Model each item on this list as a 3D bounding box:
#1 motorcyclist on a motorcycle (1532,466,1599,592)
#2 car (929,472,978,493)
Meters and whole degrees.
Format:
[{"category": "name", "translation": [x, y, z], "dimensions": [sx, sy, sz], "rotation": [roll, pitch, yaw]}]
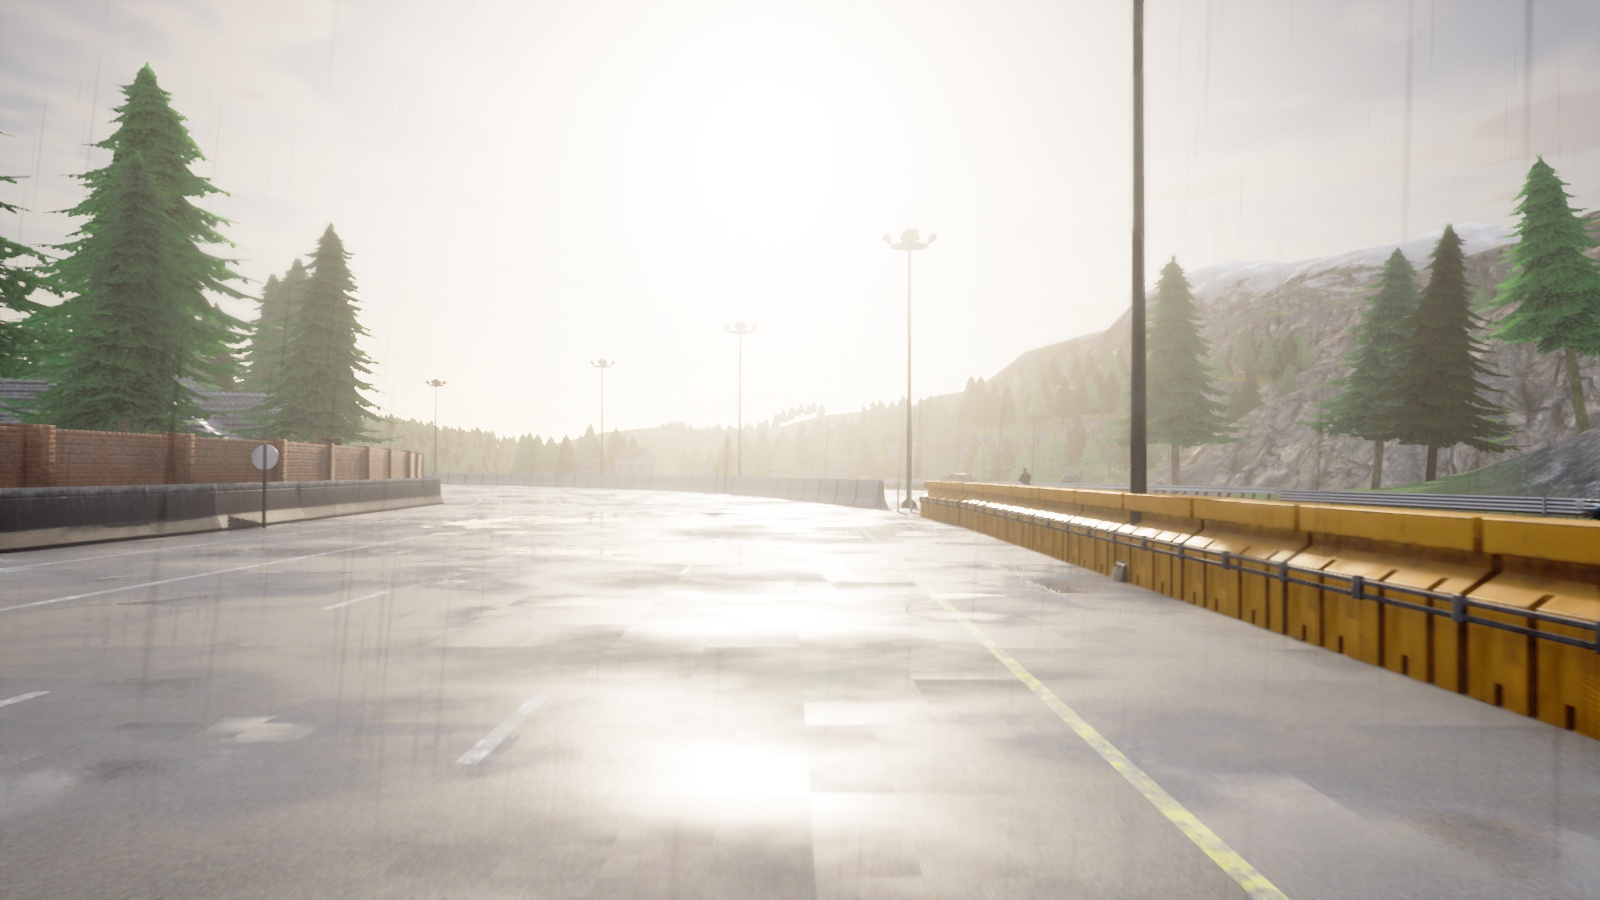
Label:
[{"category": "motorcyclist on a motorcycle", "translation": [10.471, 0.999, 16.303], "dimensions": [0.866, 1.590, 1.817], "rotation": [0, -1, 0]}, {"category": "car", "translation": [10.875, 2.279, 89.246], "dimensions": [1.816, 1.474, 4.193], "rotation": [0, -1, -19]}]
